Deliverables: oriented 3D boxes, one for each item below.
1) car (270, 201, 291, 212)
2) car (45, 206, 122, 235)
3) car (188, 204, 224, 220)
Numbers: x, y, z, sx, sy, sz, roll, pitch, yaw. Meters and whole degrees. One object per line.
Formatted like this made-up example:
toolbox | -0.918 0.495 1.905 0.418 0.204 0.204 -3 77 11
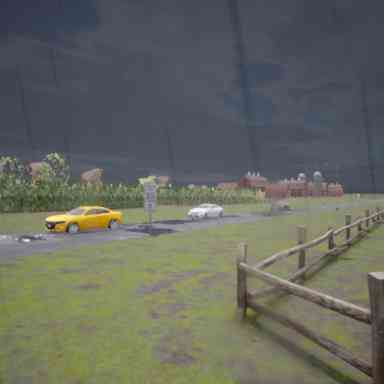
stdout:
car | 13.271 2.121 49.901 1.812 1.442 4.674 0 -1 34
car | -6.554 1.648 20.573 1.882 1.535 5.008 0 0 34
car | 1.459 1.870 32.494 1.812 1.442 4.674 0 0 34
